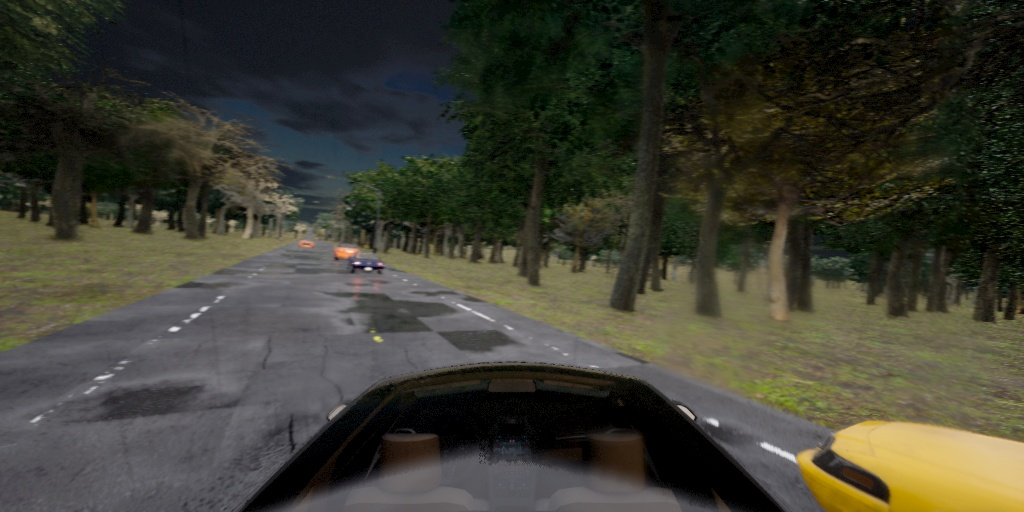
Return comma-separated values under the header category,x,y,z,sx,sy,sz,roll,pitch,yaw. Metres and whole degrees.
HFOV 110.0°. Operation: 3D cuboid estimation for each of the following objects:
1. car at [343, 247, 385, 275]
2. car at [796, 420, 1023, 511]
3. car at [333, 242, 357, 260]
category,x,y,z,sx,sy,sz,roll,pitch,yaw
car,-9.615,0.387,23.348,1.895,1.301,4.718,5,0,-29
car,4.166,1.577,0.937,1.801,1.575,5.366,5,0,-30
car,-16.119,-0.517,34.903,2.097,1.767,4.553,5,0,-29
